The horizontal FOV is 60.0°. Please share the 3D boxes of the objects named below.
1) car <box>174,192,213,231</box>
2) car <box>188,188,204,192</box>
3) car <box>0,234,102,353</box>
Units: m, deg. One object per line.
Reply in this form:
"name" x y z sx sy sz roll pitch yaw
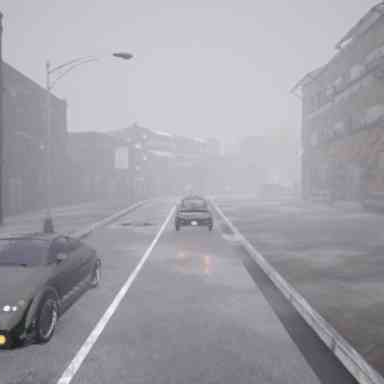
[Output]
"car" 0.094 1.049 17.646 2.128 1.511 4.902 0 4 0
"car" 0.449 0.290 36.740 2.033 1.411 5.357 0 3 6
"car" -3.101 1.511 6.142 1.994 1.385 4.181 0 1 0
